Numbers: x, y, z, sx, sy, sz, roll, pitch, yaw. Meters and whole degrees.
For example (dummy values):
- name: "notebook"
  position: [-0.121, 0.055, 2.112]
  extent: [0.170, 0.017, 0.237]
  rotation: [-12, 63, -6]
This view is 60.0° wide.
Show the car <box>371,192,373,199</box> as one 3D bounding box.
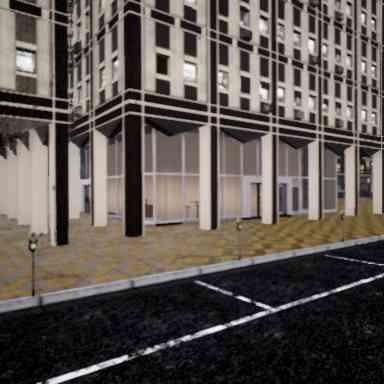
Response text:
- name: "car"
  position: [32.285, 0.354, 62.727]
  extent: [2.192, 1.841, 5.009]
  rotation: [1, 1, -36]

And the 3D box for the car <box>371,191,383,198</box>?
- name: "car"
  position: [39.023, 0.559, 67.703]
  extent: [1.802, 1.307, 4.206]
  rotation: [1, 1, -36]
